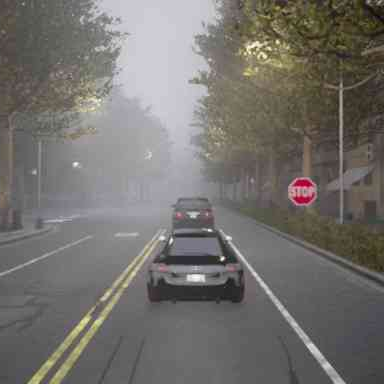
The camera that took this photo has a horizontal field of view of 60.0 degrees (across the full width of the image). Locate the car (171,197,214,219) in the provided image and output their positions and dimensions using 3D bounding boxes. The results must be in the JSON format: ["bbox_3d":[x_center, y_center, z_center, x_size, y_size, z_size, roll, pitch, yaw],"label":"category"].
[{"bbox_3d":[-0.010,1.288,18.927,2.150,2.045,5.566,0,0,-2],"label":"car"}]

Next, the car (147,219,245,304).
[{"bbox_3d":[0.087,1.593,8.268,1.994,1.385,4.181,0,0,0],"label":"car"}]
